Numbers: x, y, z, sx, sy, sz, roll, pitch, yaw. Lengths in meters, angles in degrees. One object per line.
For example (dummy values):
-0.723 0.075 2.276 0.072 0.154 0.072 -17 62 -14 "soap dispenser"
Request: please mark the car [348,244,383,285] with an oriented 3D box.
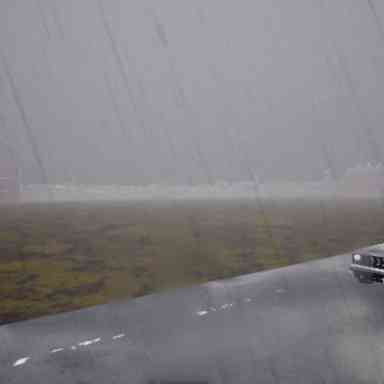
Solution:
5.918 1.555 8.213 4.718 1.301 1.895 0 0 -35 "car"
